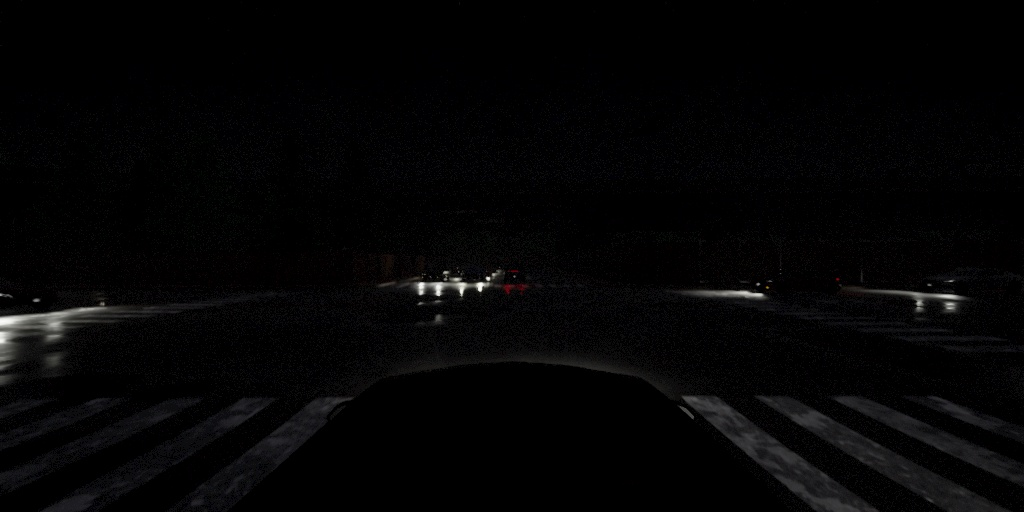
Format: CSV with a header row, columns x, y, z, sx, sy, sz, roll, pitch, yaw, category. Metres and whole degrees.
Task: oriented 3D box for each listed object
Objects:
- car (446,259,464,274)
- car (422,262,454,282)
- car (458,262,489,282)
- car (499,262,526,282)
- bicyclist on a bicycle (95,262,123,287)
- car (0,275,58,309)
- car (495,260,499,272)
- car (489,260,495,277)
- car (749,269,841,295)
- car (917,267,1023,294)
x,y,z,sx,sy,sz,roll,pitch,yaw,category
-6.917,1.363,43.089,2.150,2.045,5.566,0,-1,1,car
-6.973,1.556,33.239,1.837,1.490,4.892,0,-1,1,car
-3.457,1.524,33.264,1.882,1.535,5.008,0,-1,0,car
0.232,1.525,32.388,2.128,1.511,4.902,0,-1,0,car
-27.171,1.239,24.206,0.582,1.620,1.656,0,0,0,bicyclist on a bicycle
-19.815,1.352,13.171,4.674,1.442,1.812,0,-1,-1,car
-3.349,1.711,53.493,1.882,1.535,5.008,0,-1,1,car
-3.416,1.612,42.823,1.882,1.535,5.008,0,-1,1,car
15.926,1.410,20.307,4.181,1.385,1.994,0,-1,0,car
25.925,1.358,20.281,4.674,1.442,1.812,0,-1,0,car
